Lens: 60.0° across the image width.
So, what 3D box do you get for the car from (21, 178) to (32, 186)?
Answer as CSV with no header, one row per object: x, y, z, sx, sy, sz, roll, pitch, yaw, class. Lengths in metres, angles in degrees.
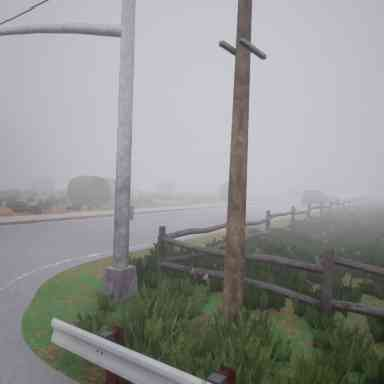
-39.123,-2.288,79.210,1.905,1.878,3.866,8,2,-13,car

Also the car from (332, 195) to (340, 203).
21.214,1.139,50.693,1.994,1.385,4.181,3,2,33,car

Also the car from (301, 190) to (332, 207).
15.461,0.817,41.796,2.150,2.045,5.566,3,2,34,car
